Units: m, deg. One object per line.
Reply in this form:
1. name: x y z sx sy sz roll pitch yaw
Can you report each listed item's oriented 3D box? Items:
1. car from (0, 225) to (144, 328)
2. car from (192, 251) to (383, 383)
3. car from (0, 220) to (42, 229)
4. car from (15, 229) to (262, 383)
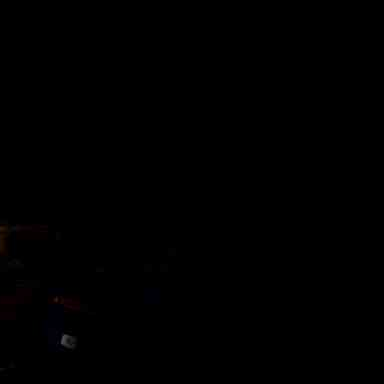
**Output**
1. car: -2.223 1.553 7.311 2.163 1.488 4.792 0 0 36
2. car: 2.334 1.484 4.089 2.097 1.535 5.008 -1 0 36
3. car: -4.260 1.523 9.029 1.946 1.575 5.366 0 0 36
4. car: 0.063 1.508 5.710 2.097 1.535 5.008 0 0 36
